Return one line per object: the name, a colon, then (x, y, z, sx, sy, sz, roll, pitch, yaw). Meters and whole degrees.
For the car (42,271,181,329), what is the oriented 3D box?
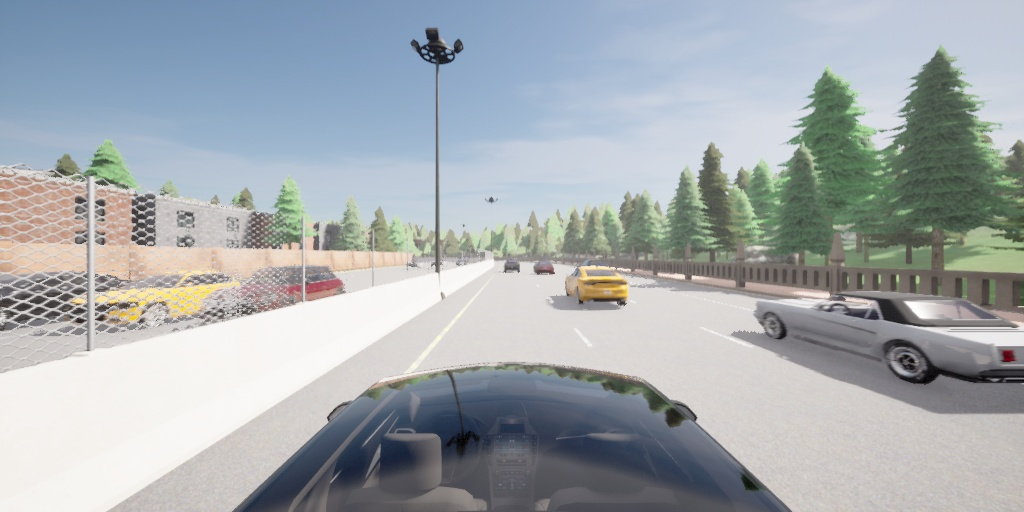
car: (-10.622, 1.215, 11.371, 1.882, 1.535, 5.008, 0, 0, 0)

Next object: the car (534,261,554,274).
car: (3.524, 1.263, 40.059, 1.994, 1.385, 4.181, 0, 0, 0)

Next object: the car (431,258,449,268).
car: (-10.600, 0.996, 52.581, 1.895, 1.301, 4.718, 0, 0, 0)

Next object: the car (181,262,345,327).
car: (-7.121, 1.089, 11.203, 2.097, 1.767, 4.553, 0, 0, 0)

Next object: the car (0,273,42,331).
car: (-14.120, 1.243, 10.581, 1.837, 1.490, 4.892, 0, 0, 0)

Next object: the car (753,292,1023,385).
car: (7.087, 1.343, 6.992, 1.895, 1.301, 4.718, 0, 0, 0)

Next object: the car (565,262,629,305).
car: (3.570, 1.209, 15.835, 1.882, 1.535, 5.008, 0, 0, 0)

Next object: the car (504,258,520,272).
car: (0.014, 1.183, 45.102, 2.128, 1.511, 4.902, 0, 0, 0)

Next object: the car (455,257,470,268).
car: (-7.100, 0.925, 52.617, 2.128, 1.511, 4.902, 0, 0, 0)

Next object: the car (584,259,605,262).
car: (7.040, 1.063, 31.196, 2.097, 1.767, 4.553, 0, 0, 0)

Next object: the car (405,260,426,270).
car: (-14.100, 1.197, 52.575, 1.895, 1.301, 4.718, 0, 0, 0)
